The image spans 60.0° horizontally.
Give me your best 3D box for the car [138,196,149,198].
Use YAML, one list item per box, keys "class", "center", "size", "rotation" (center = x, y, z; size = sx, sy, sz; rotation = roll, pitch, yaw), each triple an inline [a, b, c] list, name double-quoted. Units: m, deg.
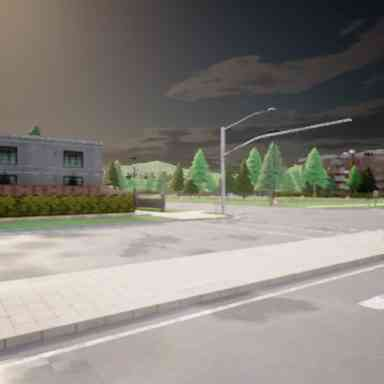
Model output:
- class: "car"
  center: [-8.730, 1.475, 60.669]
  size: [1.882, 1.535, 5.008]
  rotation: [0, 0, -36]
